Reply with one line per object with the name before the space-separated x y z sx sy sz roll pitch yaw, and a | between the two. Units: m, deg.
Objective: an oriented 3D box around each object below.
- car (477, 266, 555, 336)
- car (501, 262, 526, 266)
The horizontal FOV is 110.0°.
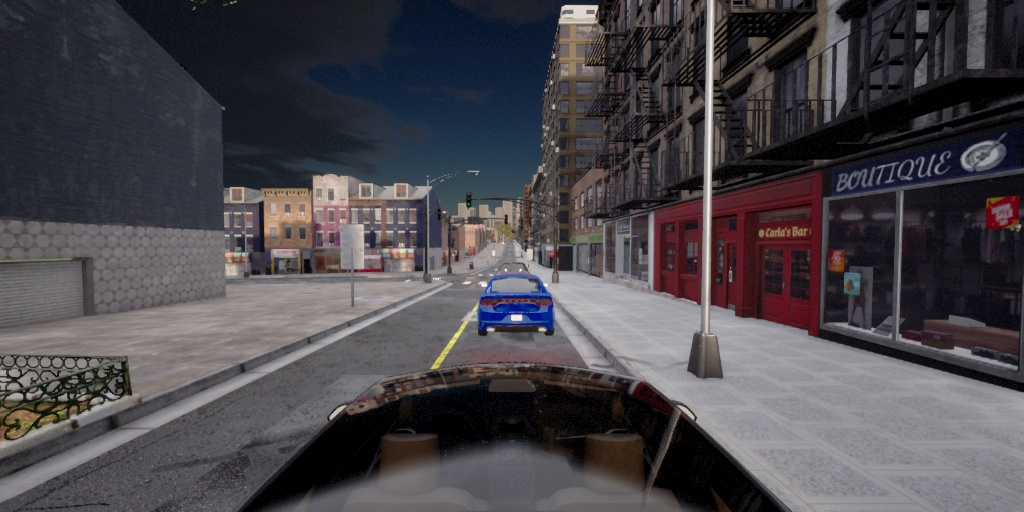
car | 0.089 1.229 10.472 1.882 1.535 5.008 0 0 0
car | 0.056 1.109 20.466 2.097 1.767 4.553 0 0 0
